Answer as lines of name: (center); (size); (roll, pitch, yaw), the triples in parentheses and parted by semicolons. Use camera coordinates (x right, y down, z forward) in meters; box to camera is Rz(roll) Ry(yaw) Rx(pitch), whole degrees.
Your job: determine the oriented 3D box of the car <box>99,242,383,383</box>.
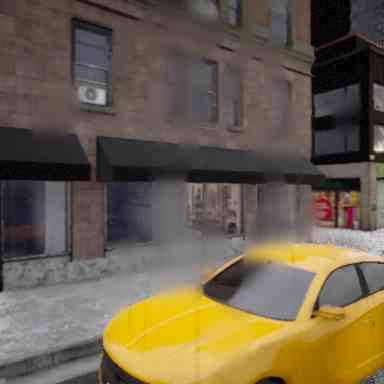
car: (1.341, 1.490, 4.342); (5.008, 1.535, 1.882); (0, 0, -36)
